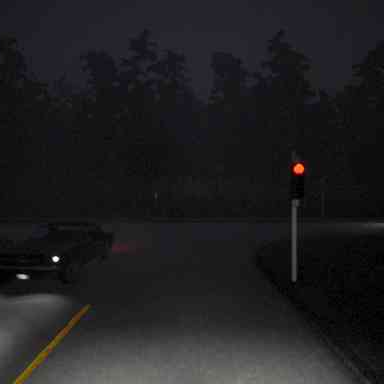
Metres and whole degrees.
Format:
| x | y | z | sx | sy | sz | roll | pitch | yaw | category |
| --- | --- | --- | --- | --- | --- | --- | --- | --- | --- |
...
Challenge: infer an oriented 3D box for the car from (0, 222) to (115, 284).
| x | y | z | sx | sy | sz | roll | pitch | yaw | category |
| --- | --- | --- | --- | --- | --- | --- | --- | --- | --- |
| -3.742 | 1.601 | 9.704 | 1.895 | 1.301 | 4.718 | 0 | 0 | 2 | car |
